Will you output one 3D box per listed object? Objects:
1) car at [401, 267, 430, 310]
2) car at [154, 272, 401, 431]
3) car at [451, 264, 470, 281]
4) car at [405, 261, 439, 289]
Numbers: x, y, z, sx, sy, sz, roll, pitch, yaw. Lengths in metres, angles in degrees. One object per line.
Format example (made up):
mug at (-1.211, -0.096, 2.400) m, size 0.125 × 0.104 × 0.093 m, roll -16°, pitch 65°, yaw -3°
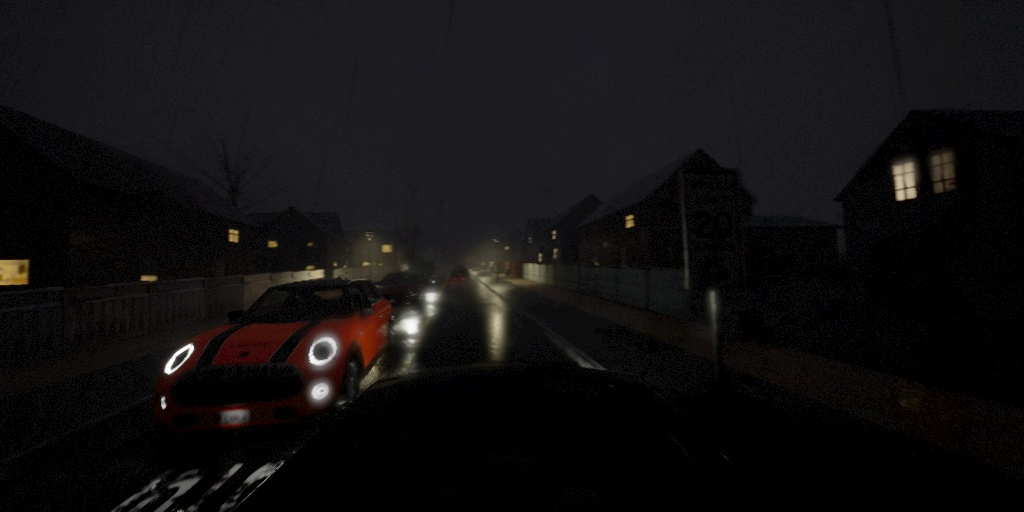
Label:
car at (-4.972, 1.478, 16.166) m, size 1.882 × 1.535 × 5.008 m, roll -1°, pitch -1°, yaw -9°
car at (-3.411, 1.216, 6.183) m, size 2.097 × 1.767 × 4.553 m, roll -1°, pitch -1°, yaw -9°
car at (-5.358, 1.713, 37.347) m, size 1.882 × 1.535 × 5.008 m, roll -1°, pitch -1°, yaw -8°
car at (-6.633, 1.366, 26.783) m, size 2.150 × 2.045 × 5.566 m, roll -1°, pitch -1°, yaw -9°
